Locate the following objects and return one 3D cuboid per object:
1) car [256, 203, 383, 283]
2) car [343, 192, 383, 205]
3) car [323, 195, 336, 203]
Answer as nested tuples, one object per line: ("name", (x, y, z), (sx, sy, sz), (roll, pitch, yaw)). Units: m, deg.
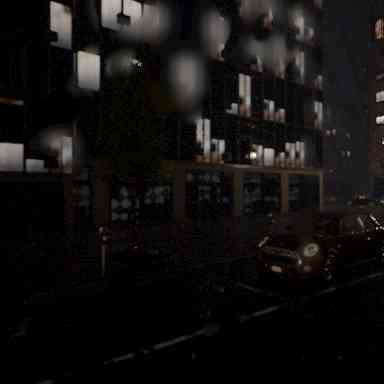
("car", (3.663, 1.297, 9.166), (4.097, 1.590, 1.967), (-1, 2, -36))
("car", (19.553, 0.950, 37.929), (2.008, 1.369, 4.403), (-1, 0, -35))
("car", (19.999, 0.966, 51.963), (1.752, 1.417, 4.829), (-1, 0, -35))
